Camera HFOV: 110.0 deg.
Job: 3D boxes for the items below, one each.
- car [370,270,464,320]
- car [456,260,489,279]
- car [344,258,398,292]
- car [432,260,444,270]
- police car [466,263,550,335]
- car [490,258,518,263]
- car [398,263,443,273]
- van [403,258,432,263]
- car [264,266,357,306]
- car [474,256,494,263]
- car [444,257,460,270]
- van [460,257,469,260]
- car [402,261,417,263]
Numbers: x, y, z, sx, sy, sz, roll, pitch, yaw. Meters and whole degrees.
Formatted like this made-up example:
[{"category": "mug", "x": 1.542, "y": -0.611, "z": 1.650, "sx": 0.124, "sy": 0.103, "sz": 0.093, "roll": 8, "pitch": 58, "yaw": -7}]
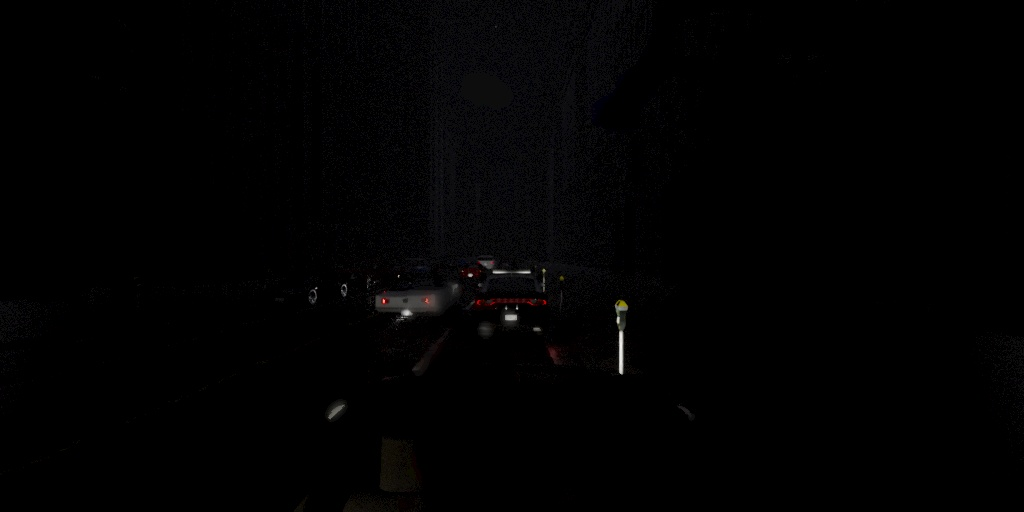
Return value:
[{"category": "car", "x": -3.045, "y": 1.350, "z": 12.638, "sx": 1.895, "sy": 1.301, "sz": 4.718, "roll": 0, "pitch": 0, "yaw": 0}, {"category": "car", "x": -3.145, "y": 1.275, "z": 29.358, "sx": 1.812, "sy": 1.442, "sz": 4.674, "roll": 0, "pitch": 0, "yaw": 0}, {"category": "car", "x": -8.908, "y": 1.064, "z": 21.556, "sx": 2.192, "sy": 1.841, "sz": 5.009, "roll": 0, "pitch": 0, "yaw": 0}, {"category": "car", "x": -8.908, "y": 1.189, "z": 38.467, "sx": 1.967, "sy": 1.591, "sz": 4.097, "roll": 0, "pitch": 0, "yaw": 0}, {"category": "police car", "x": -0.012, "y": 1.174, "z": 10.611, "sx": 1.930, "sy": 1.638, "sz": 5.238, "roll": 0, "pitch": 0, "yaw": 0}, {"category": "car", "x": -0.383, "y": 1.189, "z": 27.203, "sx": 1.967, "sy": 1.591, "sz": 4.097, "roll": 0, "pitch": 0, "yaw": 0}, {"category": "car", "x": -6.246, "y": 1.350, "z": 24.223, "sx": 1.895, "sy": 1.301, "sz": 4.718, "roll": 0, "pitch": 0, "yaw": 0}, {"category": "van", "x": -8.908, "y": 1.090, "z": 32.830, "sx": 1.690, "sy": 1.789, "sz": 3.998, "roll": 0, "pitch": 0, "yaw": 0}, {"category": "car", "x": -8.908, "y": 1.315, "z": 15.920, "sx": 1.948, "sy": 1.339, "sz": 4.313, "roll": 0, "pitch": 0, "yaw": 0}, {"category": "car", "x": -3.045, "y": 0.970, "z": 44.000, "sx": 2.150, "sy": 2.045, "sz": 5.566, "roll": 0, "pitch": 0, "yaw": 0}, {"category": "car", "x": -8.908, "y": 1.189, "z": 49.741, "sx": 1.967, "sy": 1.591, "sz": 4.097, "roll": 0, "pitch": 0, "yaw": 0}, {"category": "van", "x": -8.908, "y": 1.090, "z": 61.014, "sx": 1.690, "sy": 1.789, "sz": 3.998, "roll": 0, "pitch": 0, "yaw": 0}, {"category": "car", "x": -8.908, "y": 1.294, "z": 27.194, "sx": 1.888, "sy": 1.381, "sz": 4.507, "roll": 0, "pitch": 0, "yaw": 0}]
